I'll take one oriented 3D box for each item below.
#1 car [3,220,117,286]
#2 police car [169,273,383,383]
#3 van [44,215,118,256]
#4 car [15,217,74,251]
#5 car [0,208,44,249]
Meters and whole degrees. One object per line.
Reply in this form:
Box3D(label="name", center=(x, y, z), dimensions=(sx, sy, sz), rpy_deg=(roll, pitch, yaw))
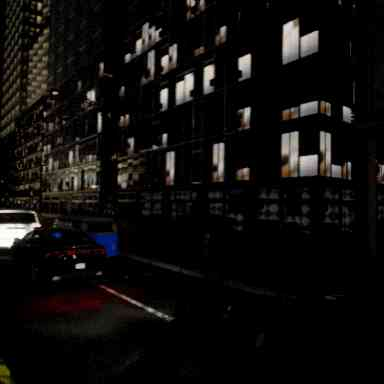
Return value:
Box3D(label="car", center=(-4.523, 1.880, 10.828), dimensions=(1.882, 1.535, 5.008), rpy_deg=(3, -3, -39))
Box3D(label="police car", center=(1.664, 1.610, 3.117), dimensions=(1.930, 1.638, 5.238), rpy_deg=(3, -3, -39))
Box3D(label="van", center=(-4.543, 1.870, 13.718), dimensions=(1.690, 1.788, 3.998), rpy_deg=(3, -3, -39))
Box3D(label="car", center=(-8.198, 2.182, 18.263), dimensions=(1.752, 1.417, 4.829), rpy_deg=(3, -3, -39))
Box3D(label="car", center=(-8.526, 1.750, 15.454), dimensions=(2.150, 2.045, 5.566), rpy_deg=(3, -3, -34))
